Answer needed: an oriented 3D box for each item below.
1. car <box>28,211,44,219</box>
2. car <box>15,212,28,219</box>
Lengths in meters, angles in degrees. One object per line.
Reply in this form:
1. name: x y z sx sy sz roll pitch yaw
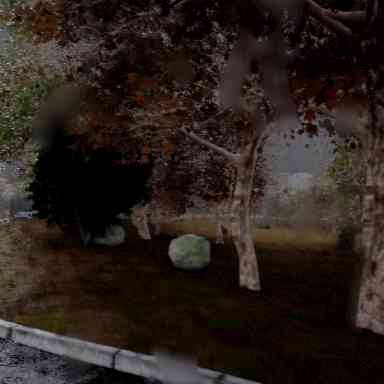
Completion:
1. car: -29.576 4.400 63.183 1.837 1.490 4.892 -1 -4 -14
2. car: -26.945 3.843 53.478 1.994 1.385 4.181 -1 -4 -15
